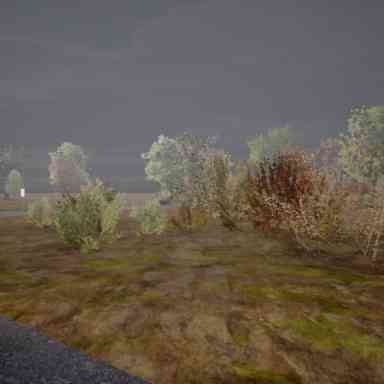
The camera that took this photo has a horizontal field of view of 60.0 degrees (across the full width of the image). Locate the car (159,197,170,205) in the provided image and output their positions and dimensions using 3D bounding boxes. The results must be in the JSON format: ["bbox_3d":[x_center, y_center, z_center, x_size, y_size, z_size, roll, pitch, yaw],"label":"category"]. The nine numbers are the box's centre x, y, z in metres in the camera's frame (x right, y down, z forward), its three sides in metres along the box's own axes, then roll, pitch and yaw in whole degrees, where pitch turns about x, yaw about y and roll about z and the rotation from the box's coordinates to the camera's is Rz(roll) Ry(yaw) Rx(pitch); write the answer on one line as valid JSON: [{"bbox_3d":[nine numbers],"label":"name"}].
[{"bbox_3d":[-5.201,1.520,55.279,2.128,1.511,4.902,0,0,39],"label":"car"}]
